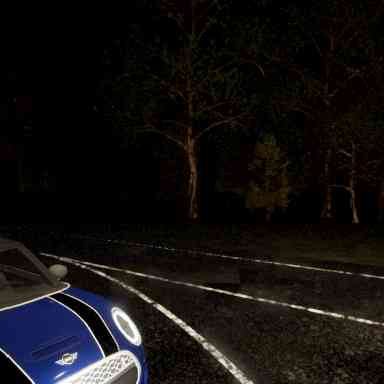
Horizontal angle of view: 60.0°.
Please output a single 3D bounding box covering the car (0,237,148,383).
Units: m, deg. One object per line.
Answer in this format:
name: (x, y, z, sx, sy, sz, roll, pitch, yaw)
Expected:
car: (-2.654, 1.338, 3.766, 4.553, 1.767, 2.097, 1, 0, 35)
